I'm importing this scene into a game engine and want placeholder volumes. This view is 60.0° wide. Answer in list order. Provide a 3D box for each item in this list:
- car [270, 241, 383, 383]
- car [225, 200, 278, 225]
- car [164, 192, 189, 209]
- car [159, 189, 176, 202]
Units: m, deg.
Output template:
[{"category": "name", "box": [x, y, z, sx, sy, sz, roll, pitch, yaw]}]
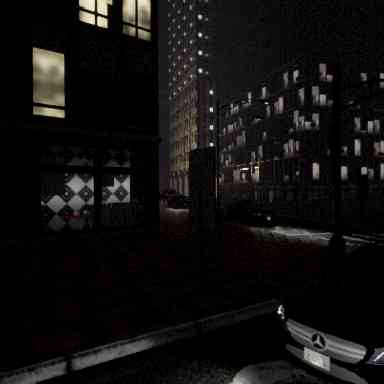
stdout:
[{"category": "car", "box": [3.179, 1.525, 4.980, 4.674, 1.442, 1.812, 0, 1, -38]}, {"category": "car", "box": [3.836, 1.289, 22.296, 2.128, 1.511, 4.902, -1, 1, -19]}, {"category": "car", "box": [-1.447, 1.077, 37.859, 1.837, 1.490, 4.892, -1, 1, -19]}, {"category": "car", "box": [-4.030, 0.537, 54.624, 2.150, 2.045, 5.566, -1, 1, -18]}]
